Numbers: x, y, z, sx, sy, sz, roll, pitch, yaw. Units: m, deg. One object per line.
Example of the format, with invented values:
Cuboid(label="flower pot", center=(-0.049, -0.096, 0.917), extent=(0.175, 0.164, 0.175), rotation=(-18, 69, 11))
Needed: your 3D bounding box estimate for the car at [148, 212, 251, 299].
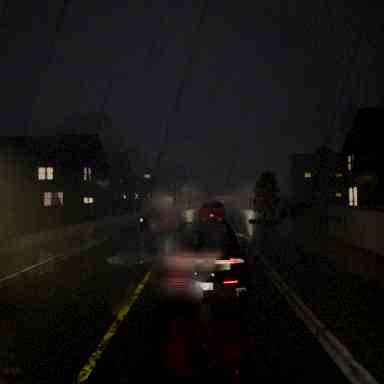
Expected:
Cuboid(label="car", center=(0.340, 1.496, 8.454), extent=(2.128, 1.511, 4.902), rotation=(0, 0, 3))

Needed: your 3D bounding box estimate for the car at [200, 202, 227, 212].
Cuboid(label="car", center=(1.644, 1.478, 25.552), extent=(1.882, 1.535, 5.008), rotation=(0, 0, 6))

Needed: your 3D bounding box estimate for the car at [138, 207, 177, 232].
Cuboid(label="car", center=(-1.863, 1.615, 20.303), extent=(1.895, 1.301, 4.718), rotation=(0, 0, 5))
